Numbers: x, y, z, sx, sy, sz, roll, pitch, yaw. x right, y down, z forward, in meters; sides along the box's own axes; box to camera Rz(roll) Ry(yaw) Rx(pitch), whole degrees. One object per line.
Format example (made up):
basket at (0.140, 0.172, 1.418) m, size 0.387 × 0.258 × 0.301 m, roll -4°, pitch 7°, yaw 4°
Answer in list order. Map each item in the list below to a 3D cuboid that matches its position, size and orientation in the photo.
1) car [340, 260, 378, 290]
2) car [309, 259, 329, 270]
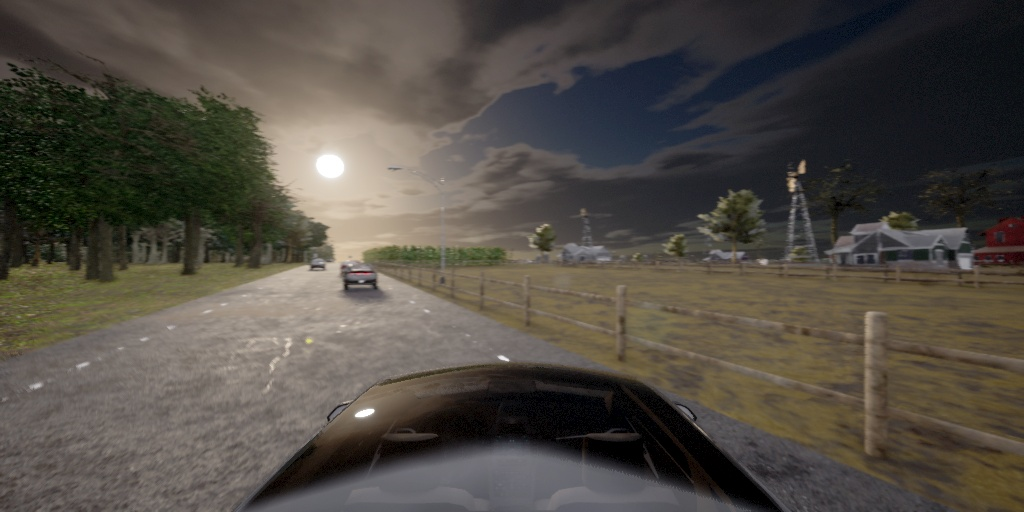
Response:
car at (-9.519, 1.223, 22.413) m, size 2.128 × 1.511 × 4.902 m, roll 0°, pitch 0°, yaw -26°
car at (-26.341, 1.164, 48.785) m, size 1.837 × 1.490 × 4.892 m, roll 0°, pitch 0°, yaw -26°
